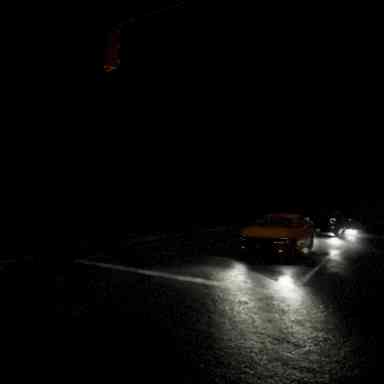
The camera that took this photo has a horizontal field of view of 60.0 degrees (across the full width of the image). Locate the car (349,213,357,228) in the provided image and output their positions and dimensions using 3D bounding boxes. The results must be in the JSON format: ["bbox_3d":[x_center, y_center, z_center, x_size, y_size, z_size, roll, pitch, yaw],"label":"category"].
[{"bbox_3d":[13.859,2.538,30.412,1.895,1.301,4.718,0,-3,31],"label":"car"}]

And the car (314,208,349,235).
[{"bbox_3d":[8.696,1.804,21.844,2.097,1.767,4.553,0,-2,31],"label":"car"}]

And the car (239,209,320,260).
[{"bbox_3d":[3.515,1.592,13.248,1.882,1.535,5.008,0,-1,31],"label":"car"}]
